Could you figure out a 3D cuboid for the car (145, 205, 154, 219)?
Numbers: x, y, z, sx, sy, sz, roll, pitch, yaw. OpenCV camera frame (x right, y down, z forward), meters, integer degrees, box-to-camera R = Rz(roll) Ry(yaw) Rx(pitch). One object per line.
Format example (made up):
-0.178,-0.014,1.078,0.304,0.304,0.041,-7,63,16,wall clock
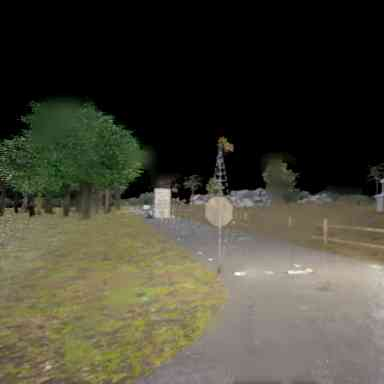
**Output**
-5.648,3.127,50.860,2.097,1.767,4.553,1,-2,-12,car
